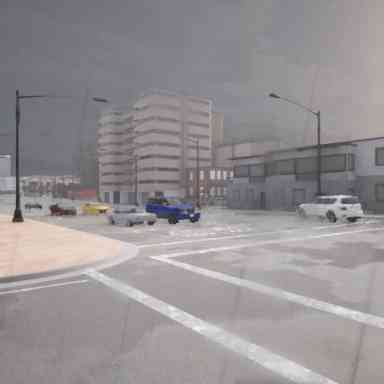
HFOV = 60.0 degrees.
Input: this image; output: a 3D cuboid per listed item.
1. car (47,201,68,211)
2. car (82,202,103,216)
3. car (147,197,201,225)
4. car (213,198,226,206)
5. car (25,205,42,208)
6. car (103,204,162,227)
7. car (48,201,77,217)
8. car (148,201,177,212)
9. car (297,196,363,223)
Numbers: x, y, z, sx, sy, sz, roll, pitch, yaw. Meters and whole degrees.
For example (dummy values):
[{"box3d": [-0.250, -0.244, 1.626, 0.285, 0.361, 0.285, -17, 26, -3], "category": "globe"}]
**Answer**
[{"box3d": [-21.149, 2.173, 52.301, 1.994, 1.385, 4.181, 0, -1, -37], "category": "car"}, {"box3d": [-11.383, 1.970, 39.147, 1.882, 1.535, 5.008, 0, -1, -37], "category": "car"}, {"box3d": [-1.662, 1.384, 26.196, 2.150, 2.045, 5.566, 0, -1, -37], "category": "car"}, {"box3d": [5.530, 1.797, 60.037, 1.970, 1.475, 3.806, 0, -1, -37], "category": "car"}, {"box3d": [-23.929, 2.063, 50.174, 1.895, 1.301, 4.718, 0, -1, -37], "category": "car"}, {"box3d": [-4.433, 1.762, 24.057, 1.895, 1.301, 4.718, 0, -1, -37], "category": "car"}, {"box3d": [-14.586, 1.986, 37.584, 1.882, 1.535, 5.008, 0, -1, -37], "category": "car"}, {"box3d": [-4.251, 2.050, 47.291, 1.837, 1.490, 4.892, 0, -1, -37], "category": "car"}, {"box3d": [10.712, 1.338, 26.255, 2.150, 2.045, 5.566, 0, -1, -19], "category": "car"}]
